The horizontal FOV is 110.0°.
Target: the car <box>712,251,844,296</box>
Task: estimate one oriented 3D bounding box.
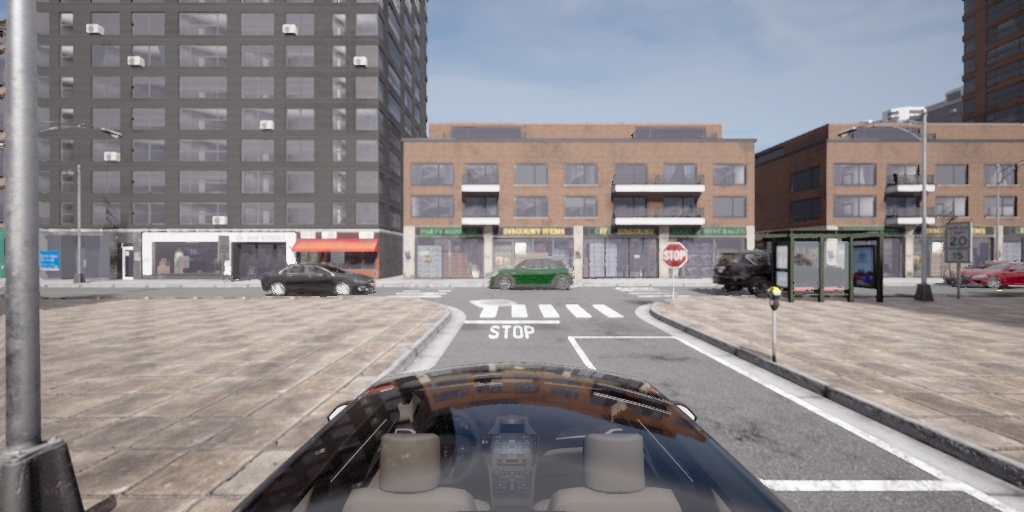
[{"bbox_3d":[12.426,0.782,16.769,5.566,2.045,2.150,0,0,0],"label":"car"}]

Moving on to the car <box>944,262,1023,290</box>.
[{"bbox_3d":[26.889,1.049,19.755,4.674,1.442,1.812,0,0,0],"label":"car"}]

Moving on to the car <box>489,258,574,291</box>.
[{"bbox_3d":[1.019,0.924,19.700,4.553,1.767,2.097,0,0,0],"label":"car"}]

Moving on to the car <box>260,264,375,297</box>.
[{"bbox_3d":[-8.935,1.104,16.722,4.892,1.490,1.837,0,0,0],"label":"car"}]
